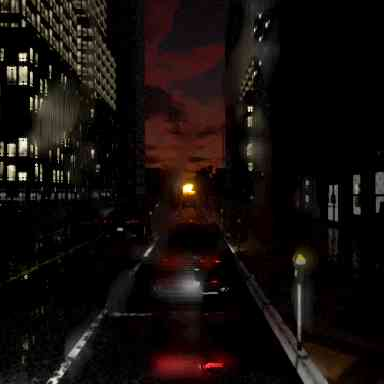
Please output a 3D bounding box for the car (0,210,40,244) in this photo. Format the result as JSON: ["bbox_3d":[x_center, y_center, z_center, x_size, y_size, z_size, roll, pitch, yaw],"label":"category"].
[{"bbox_3d":[-8.833,1.563,15.800,1.947,1.339,4.313,0,0,0],"label":"car"}]

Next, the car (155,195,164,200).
[{"bbox_3d":[-8.832,1.504,89.799,1.947,1.339,4.313,0,0,0],"label":"car"}]

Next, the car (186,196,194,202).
[{"bbox_3d":[-0.452,1.533,78.399,1.802,1.307,4.206,0,0,0],"label":"car"}]

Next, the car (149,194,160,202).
[{"bbox_3d":[-8.832,1.391,78.413,1.967,1.590,4.097,0,0,0],"label":"car"}]

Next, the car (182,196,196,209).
[{"bbox_3d":[-0.452,1.548,44.248,1.947,1.339,4.313,0,0,0],"label":"car"}]

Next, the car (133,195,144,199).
[{"bbox_3d":[-8.833,1.523,49.953,1.887,1.381,4.507,0,0,0],"label":"car"}]

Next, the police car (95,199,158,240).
[{"bbox_3d":[-3.144,1.422,17.140,1.930,1.638,5.238,0,0,0],"label":"police car"}]

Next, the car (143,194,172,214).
[{"bbox_3d":[-3.052,1.341,31.757,2.097,1.767,4.553,0,0,0],"label":"car"}]

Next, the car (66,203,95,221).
[{"bbox_3d":[-8.832,1.575,27.183,1.802,1.307,4.206,0,0,0],"label":"car"}]

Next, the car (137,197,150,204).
[{"bbox_3d":[-8.832,1.550,61.338,1.802,1.307,4.206,0,0,0],"label":"car"}]

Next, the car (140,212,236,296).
[{"bbox_3d":[0.000,1.503,8.649,1.837,1.490,4.892,0,0,0],"label":"car"}]

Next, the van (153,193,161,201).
[{"bbox_3d":[-8.831,1.285,84.106,1.690,1.788,3.998,0,0,0],"label":"van"}]

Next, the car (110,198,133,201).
[{"bbox_3d":[-6.232,1.518,27.445,1.812,1.442,4.674,0,0,0],"label":"car"}]

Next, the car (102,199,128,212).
[{"bbox_3d":[-8.833,1.537,38.569,2.008,1.369,4.403,0,0,0],"label":"car"}]

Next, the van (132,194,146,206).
[{"bbox_3d":[-8.832,1.315,55.646,1.690,1.788,3.998,0,0,0],"label":"van"}]
